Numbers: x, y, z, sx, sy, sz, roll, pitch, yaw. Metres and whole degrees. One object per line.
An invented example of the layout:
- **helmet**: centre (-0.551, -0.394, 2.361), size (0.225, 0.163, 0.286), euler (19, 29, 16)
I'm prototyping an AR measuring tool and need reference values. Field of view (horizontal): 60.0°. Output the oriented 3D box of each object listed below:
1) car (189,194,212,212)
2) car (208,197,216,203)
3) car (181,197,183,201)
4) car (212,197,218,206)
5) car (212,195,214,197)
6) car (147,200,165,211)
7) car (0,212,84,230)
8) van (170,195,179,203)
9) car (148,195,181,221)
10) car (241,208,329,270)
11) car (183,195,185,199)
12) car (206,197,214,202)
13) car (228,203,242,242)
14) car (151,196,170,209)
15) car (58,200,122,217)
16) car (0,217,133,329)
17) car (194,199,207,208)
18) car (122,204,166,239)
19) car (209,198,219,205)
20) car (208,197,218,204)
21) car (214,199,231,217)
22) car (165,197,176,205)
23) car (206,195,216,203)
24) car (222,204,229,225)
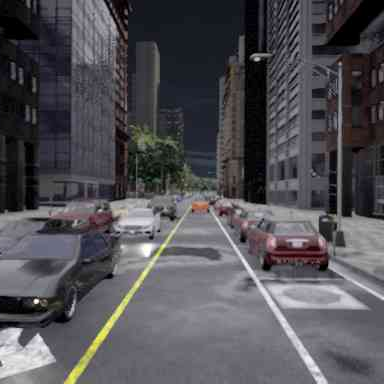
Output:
- **car**: centre (1.036, 1.509, 40.608), size (2.097, 1.767, 4.553), euler (0, 0, 1)
- **car**: centre (4.549, 1.859, 76.485), size (1.752, 1.417, 4.829), euler (0, 0, 1)
- **car**: centre (-3.848, 1.747, 81.959), size (1.967, 1.590, 4.097), euler (0, 0, 1)
- **car**: centre (3.773, 1.713, 43.945), size (1.752, 1.417, 4.829), euler (0, 0, 1)
- **car**: centre (3.629, 1.736, 54.906), size (1.837, 1.490, 4.892), euler (0, 0, 1)
- **car**: centre (-4.754, 1.718, 43.987), size (1.802, 1.307, 4.206), euler (0, 0, 1)
- **car**: centre (-5.529, 1.576, 11.440), size (1.947, 1.339, 4.313), euler (0, 0, 1)
- **van**: centre (-3.978, 1.624, 76.535), size (1.690, 1.788, 3.998), euler (0, 0, 1)
- **car**: centre (-2.445, 1.311, 28.359), size (2.150, 2.045, 5.566), euler (0, 0, 1)
- **car**: centre (2.994, 1.501, 11.235), size (1.967, 1.590, 4.097), euler (0, 0, 1)
- **car**: centre (-3.590, 1.937, 92.808), size (1.802, 1.307, 4.206), euler (0, 0, 1)
- **car**: centre (4.932, 1.971, 92.586), size (1.947, 1.339, 4.313), euler (0, 0, 1)
- **car**: centre (3.123, 1.521, 16.658), size (1.967, 1.590, 4.097), euler (0, 0, 1)
- **car**: centre (-4.624, 1.474, 49.413), size (2.192, 1.841, 5.009), euler (0, 0, 1)
- **car**: centre (-5.399, 1.345, 16.866), size (2.192, 1.841, 5.009), euler (0, 0, 1)
- **car**: centre (-2.956, 1.559, 7.496), size (2.033, 1.411, 5.357), euler (0, 0, 1)
- **car**: centre (1.300, 1.806, 51.832), size (1.895, 1.301, 4.718), euler (0, 0, 1)
- **car**: centre (-2.712, 1.575, 17.719), size (1.812, 1.442, 4.674), euler (0, 0, 1)
- **car**: centre (4.285, 1.827, 65.469), size (1.887, 1.381, 4.507), euler (0, 0, 1)
- **car**: centre (4.415, 1.859, 70.892), size (2.008, 1.369, 4.403), euler (0, 0, 1)
- **car**: centre (3.510, 1.687, 32.928), size (1.887, 1.381, 4.507), euler (0, 0, 1)
- **car**: centre (-4.237, 1.777, 65.685), size (1.887, 1.381, 4.507), euler (0, 0, 1)
- **car**: centre (4.674, 1.673, 81.740), size (2.192, 1.841, 5.009), euler (0, 0, 1)
- **car**: centre (3.252, 1.683, 22.081), size (1.802, 1.307, 4.206), euler (0, 0, 1)
